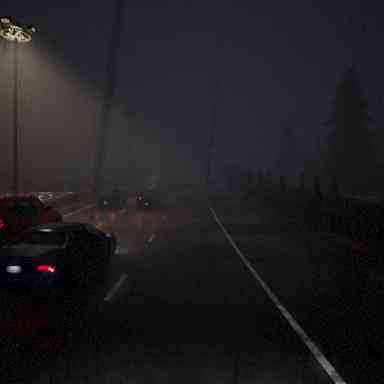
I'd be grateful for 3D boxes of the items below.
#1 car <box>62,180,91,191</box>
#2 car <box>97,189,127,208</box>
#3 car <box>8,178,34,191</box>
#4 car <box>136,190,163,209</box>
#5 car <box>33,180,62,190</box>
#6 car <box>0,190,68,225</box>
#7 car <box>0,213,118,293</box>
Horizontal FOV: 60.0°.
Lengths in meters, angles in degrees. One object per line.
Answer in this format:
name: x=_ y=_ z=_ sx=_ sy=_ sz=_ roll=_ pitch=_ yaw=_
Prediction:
car: x=-14.299 y=-0.872 z=42.173 sx=1.994 sy=1.385 sz=4.181 roll=0 pitch=7 yaw=0
car: x=-7.055 y=0.483 z=29.428 sx=1.812 sy=1.442 sz=4.674 roll=0 pitch=5 yaw=0
car: x=-21.297 y=-0.937 z=42.068 sx=2.128 sy=1.511 sz=4.902 roll=0 pitch=7 yaw=0
car: x=-3.553 y=0.536 z=28.457 sx=2.128 sy=1.511 sz=4.902 roll=0 pitch=5 yaw=0
car: x=-17.798 y=-0.873 z=42.160 sx=1.994 sy=1.385 sz=4.181 roll=0 pitch=7 yaw=0
car: x=-6.969 y=1.130 z=12.919 sx=2.150 sy=2.045 sz=5.566 roll=0 pitch=1 yaw=0
car: x=-3.468 y=1.526 z=9.001 sx=2.033 sy=1.411 sz=5.357 roll=0 pitch=1 yaw=0
